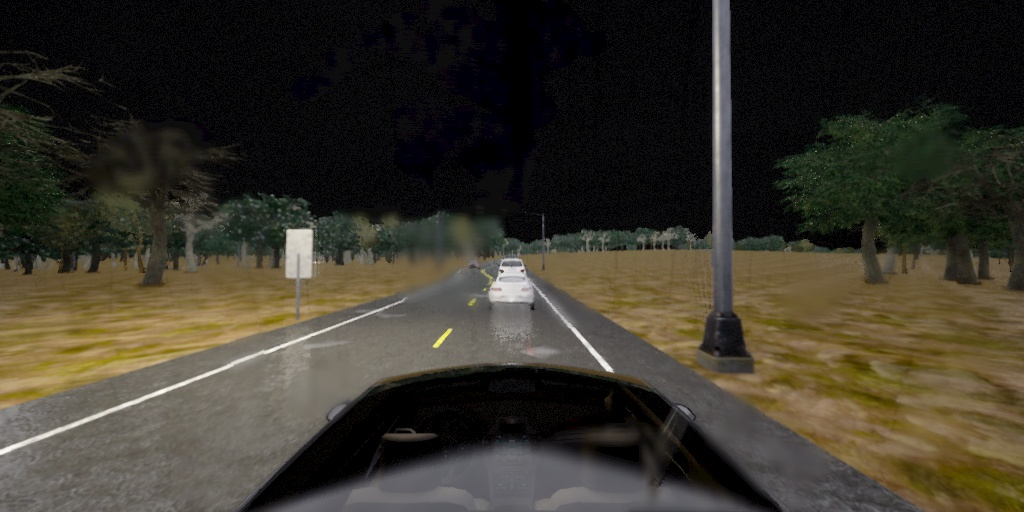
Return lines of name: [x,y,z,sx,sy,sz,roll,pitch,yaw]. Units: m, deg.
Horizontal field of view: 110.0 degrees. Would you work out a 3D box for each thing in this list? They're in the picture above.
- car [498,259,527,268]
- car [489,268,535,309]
car: [0.011,1.271,29.463,2.150,2.045,5.566,0,0,0]
car: [0.022,1.426,15.752,1.812,1.442,4.674,0,0,0]
